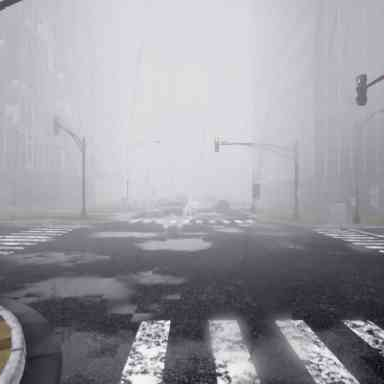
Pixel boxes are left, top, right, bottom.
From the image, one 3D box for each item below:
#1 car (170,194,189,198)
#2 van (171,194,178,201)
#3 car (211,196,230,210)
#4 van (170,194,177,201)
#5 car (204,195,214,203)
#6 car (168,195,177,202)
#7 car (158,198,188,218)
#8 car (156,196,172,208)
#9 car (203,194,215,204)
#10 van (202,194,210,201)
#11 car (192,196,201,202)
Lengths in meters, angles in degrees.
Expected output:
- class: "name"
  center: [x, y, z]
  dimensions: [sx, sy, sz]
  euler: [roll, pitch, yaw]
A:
- class: "car"
  center: [-1.715, 1.503, 47.649]
  dimensions: [2.128, 1.511, 4.902]
  euler: [0, 0, 0]
- class: "van"
  center: [-4.475, 1.315, 85.981]
  dimensions: [1.690, 1.788, 3.998]
  euler: [0, 0, 0]
- class: "car"
  center: [3.788, 1.579, 41.822]
  dimensions: [1.947, 1.339, 4.313]
  euler: [0, 0, 0]
- class: "van"
  center: [-4.433, 1.321, 80.454]
  dimensions: [1.690, 1.788, 3.998]
  euler: [0, 0, 0]
- class: "car"
  center: [3.531, 1.432, 69.459]
  dimensions: [1.967, 1.590, 4.097]
  euler: [0, 0, 0]
- class: "car"
  center: [-4.391, 1.426, 74.927]
  dimensions: [1.967, 1.590, 4.097]
  euler: [0, 0, 0]
- class: "car"
  center: [-1.646, 1.565, 31.137]
  dimensions: [2.033, 1.411, 5.357]
  euler: [0, 0, 2]
- class: "car"
  center: [-4.183, 1.592, 47.289]
  dimensions: [1.802, 1.307, 4.206]
  euler: [0, 0, 0]
- class: "car"
  center: [3.572, 1.313, 63.930]
  dimensions: [2.192, 1.841, 5.009]
  euler: [0, 0, 0]
- class: "van"
  center: [3.447, 1.321, 80.513]
  dimensions: [1.690, 1.788, 3.998]
  euler: [0, 0, 0]
- class: "car"
  center: [0.942, 1.512, 73.102]
  dimensions: [1.812, 1.442, 4.674]
  euler: [0, 0, 0]
